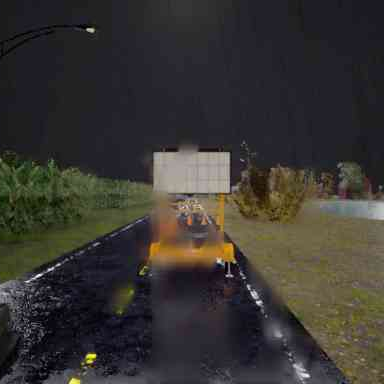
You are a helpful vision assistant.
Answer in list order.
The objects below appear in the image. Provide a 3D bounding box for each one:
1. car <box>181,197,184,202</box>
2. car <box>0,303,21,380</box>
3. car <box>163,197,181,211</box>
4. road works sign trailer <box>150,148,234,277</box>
[{"bbox_3d":[-2.772,1.781,78.036,1.895,1.301,4.718,0,0,0],"label":"car"},{"bbox_3d":[-2.850,1.548,1.404,2.033,1.411,5.357,0,0,0],"label":"car"},{"bbox_3d":[-2.864,1.607,42.873,2.033,1.411,5.357,0,0,0],"label":"car"},{"bbox_3d":[-0.004,0.471,10.234,2.380,3.560,2.880,0,0,0],"label":"road works sign trailer"}]
